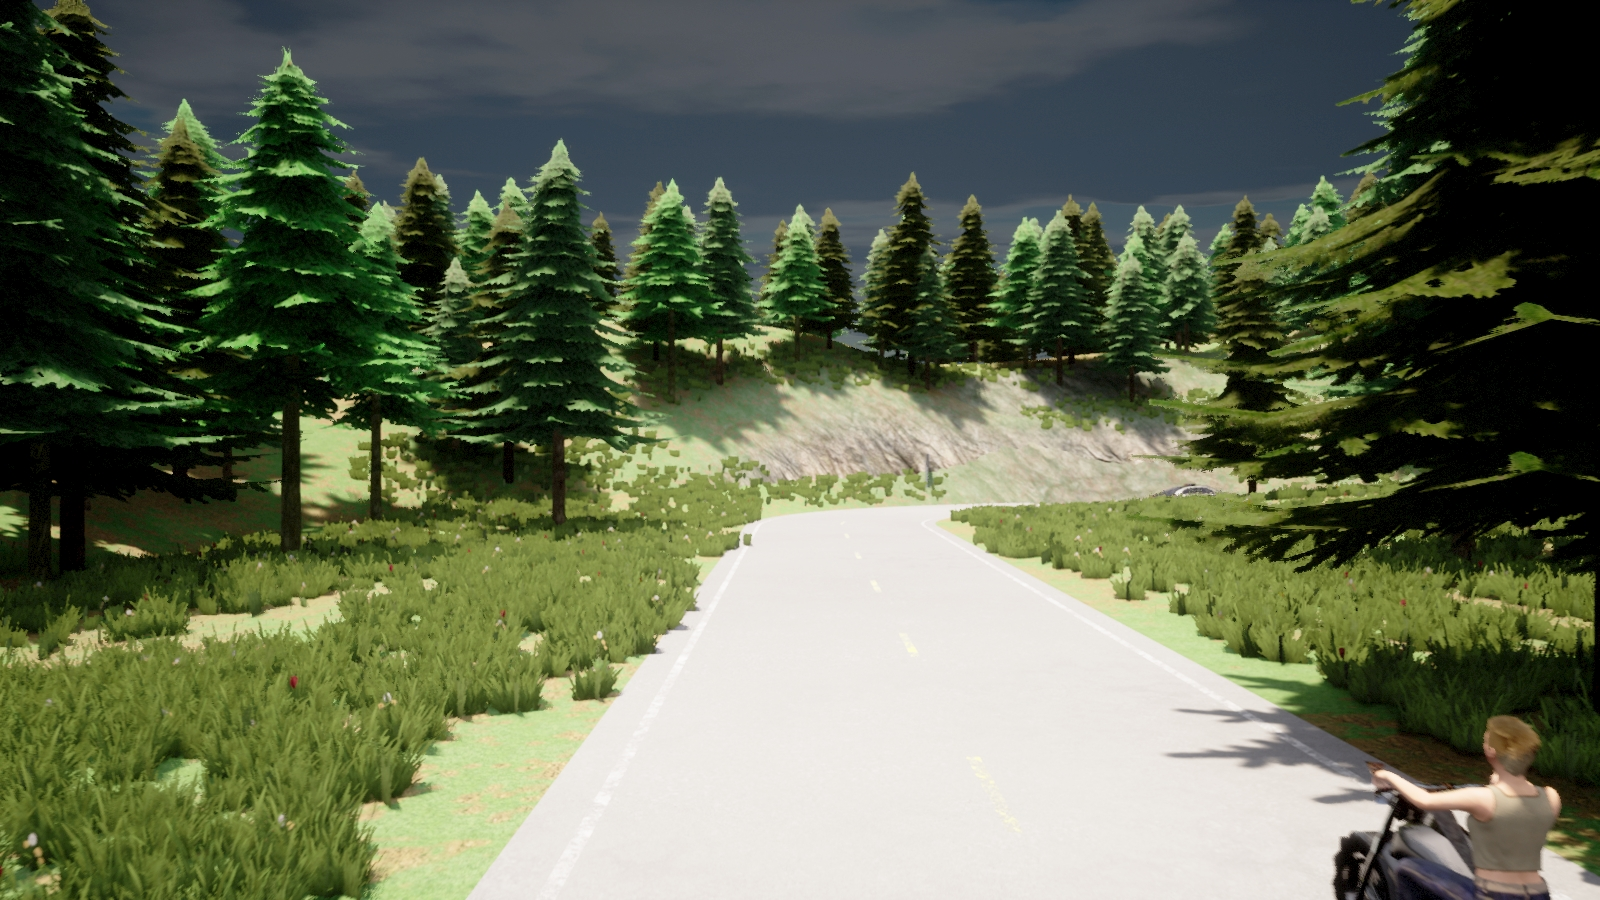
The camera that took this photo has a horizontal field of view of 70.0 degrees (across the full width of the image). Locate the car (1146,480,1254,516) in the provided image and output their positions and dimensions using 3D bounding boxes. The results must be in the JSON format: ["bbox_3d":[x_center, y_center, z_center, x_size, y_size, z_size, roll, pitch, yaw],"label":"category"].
[{"bbox_3d":[21.338,2.542,61.051,4.974,1.542,2.038,-4,0,-6],"label":"car"}]

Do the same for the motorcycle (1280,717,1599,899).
[{"bbox_3d":[3.179,2.190,5.476,0.764,1.277,2.356,0,0,0],"label":"motorcycle"}]
